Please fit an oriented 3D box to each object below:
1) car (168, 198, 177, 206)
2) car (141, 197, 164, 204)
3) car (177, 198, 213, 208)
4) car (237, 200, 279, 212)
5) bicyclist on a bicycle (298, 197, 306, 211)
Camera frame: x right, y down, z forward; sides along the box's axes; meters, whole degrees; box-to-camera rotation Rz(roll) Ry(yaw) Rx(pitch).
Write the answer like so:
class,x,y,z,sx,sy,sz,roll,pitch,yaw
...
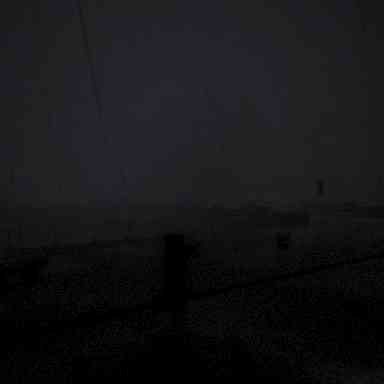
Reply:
class,x,y,z,sx,sy,sz,roll,pitch,yaw
car,-1.786,1.612,51.971,2.033,1.411,5.357,0,0,-35
car,-6.104,1.533,51.019,1.882,1.535,5.008,0,0,-35
car,0.647,1.547,41.490,2.128,1.511,4.902,0,0,-35
car,6.471,1.582,33.335,1.812,1.442,4.674,0,0,-36
bicyclist on a bicycle,12.850,1.426,38.823,1.656,1.620,0.582,0,0,-35
